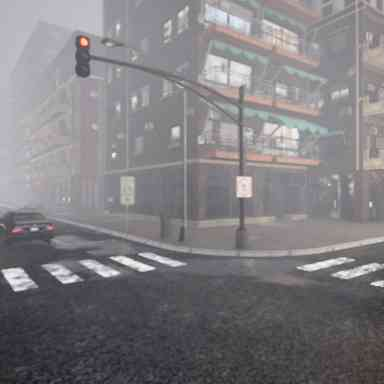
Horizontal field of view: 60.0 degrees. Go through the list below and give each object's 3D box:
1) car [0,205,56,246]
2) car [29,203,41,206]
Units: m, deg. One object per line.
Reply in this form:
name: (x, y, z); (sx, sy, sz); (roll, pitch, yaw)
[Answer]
car: (-7.890, 1.559, 15.457); (2.033, 1.411, 5.357); (0, 0, -37)
car: (-12.571, 1.553, 26.208); (1.752, 1.417, 4.829); (0, 0, -36)
